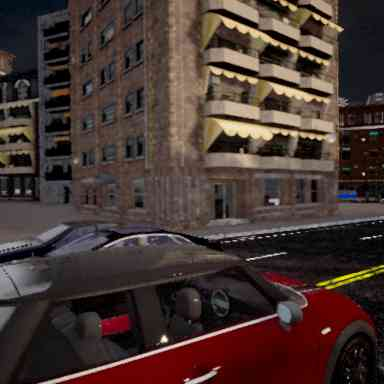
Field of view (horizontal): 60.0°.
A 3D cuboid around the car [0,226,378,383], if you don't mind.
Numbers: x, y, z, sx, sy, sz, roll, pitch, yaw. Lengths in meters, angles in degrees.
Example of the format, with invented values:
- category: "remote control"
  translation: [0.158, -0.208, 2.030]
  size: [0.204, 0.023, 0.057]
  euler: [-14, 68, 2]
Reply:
- category: "car"
  translation: [-0.074, 1.346, 3.415]
  size: [4.553, 1.767, 2.097]
  euler: [0, 0, -36]

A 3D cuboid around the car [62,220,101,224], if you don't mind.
- category: "car"
  translation: [-3.079, 1.545, 9.470]
  size: [5.357, 1.411, 2.033]
  euler: [0, 0, -36]

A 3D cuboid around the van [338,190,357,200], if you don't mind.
- category: "van"
  translation: [28.030, 0.611, 60.705]
  size: [3.998, 1.788, 1.690]
  euler: [1, 0, 21]

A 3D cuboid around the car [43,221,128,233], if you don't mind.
- category: "car"
  translation: [-1.514, 1.486, 6.615]
  size: [4.902, 1.511, 2.128]
  euler: [-1, 0, -36]
